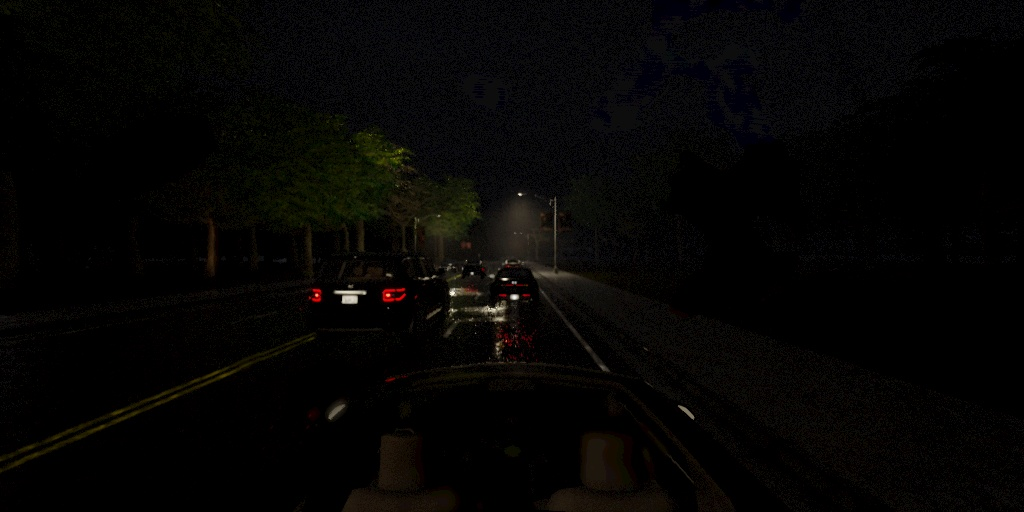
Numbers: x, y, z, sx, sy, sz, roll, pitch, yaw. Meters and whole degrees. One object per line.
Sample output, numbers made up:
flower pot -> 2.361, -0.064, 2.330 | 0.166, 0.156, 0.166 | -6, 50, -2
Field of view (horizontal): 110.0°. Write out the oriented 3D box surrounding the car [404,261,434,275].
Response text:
car -> -9.789, 1.189, 38.087 | 1.895, 1.301, 4.718 | 0, 0, 0

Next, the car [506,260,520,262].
car -> 0.081, 1.100, 35.144 | 1.837, 1.490, 4.892 | 0, 0, 0

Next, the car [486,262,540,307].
car -> 0.091, 1.184, 15.010 | 1.837, 1.490, 4.892 | 0, 0, 0

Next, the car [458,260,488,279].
car -> -3.167, 1.115, 30.914 | 1.837, 1.490, 4.892 | 0, 0, 0

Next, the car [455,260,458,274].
car -> -6.537, 1.112, 38.342 | 1.812, 1.442, 4.674 | 0, 0, 0

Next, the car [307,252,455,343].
car -> -3.155, 0.929, 9.658 | 2.150, 2.045, 5.566 | 0, 0, 0
